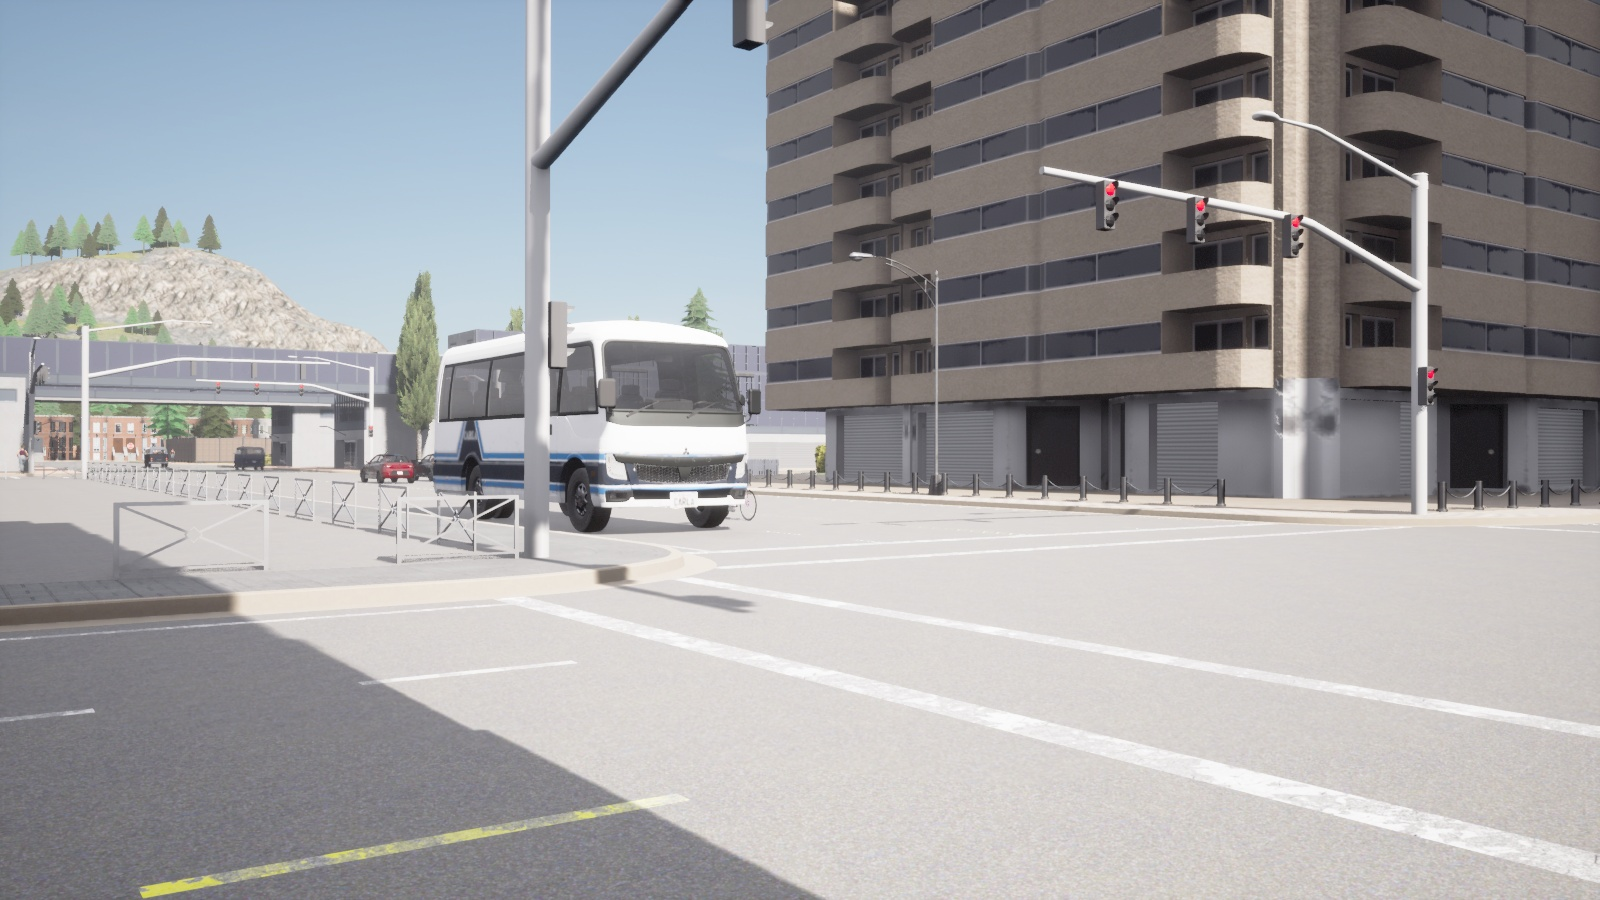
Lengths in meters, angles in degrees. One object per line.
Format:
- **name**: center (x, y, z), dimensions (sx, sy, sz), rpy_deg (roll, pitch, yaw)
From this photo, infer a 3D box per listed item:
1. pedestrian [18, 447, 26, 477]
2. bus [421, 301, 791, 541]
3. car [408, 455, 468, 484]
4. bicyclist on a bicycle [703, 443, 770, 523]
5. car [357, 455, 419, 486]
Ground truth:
- **pedestrian**: center (-48.744, 0.755, 78.682), dimensions (0.345, 1.836, 0.594), rpy_deg (0, 0, -44)
- **bus**: center (-4.725, -0.499, 27.581), dimensions (3.944, 4.253, 10.273), rpy_deg (0, 0, -35)
- **car**: center (-19.461, 1.020, 67.379), dimensions (1.816, 1.474, 4.193), rpy_deg (0, 0, -35)
- **bicyclist on a bicycle**: center (-1.488, 0.745, 29.055), dimensions (0.659, 1.776, 1.843), rpy_deg (0, 0, -35)
- **car**: center (-20.704, 1.012, 63.020), dimensions (1.816, 1.474, 4.193), rpy_deg (0, 0, -35)
